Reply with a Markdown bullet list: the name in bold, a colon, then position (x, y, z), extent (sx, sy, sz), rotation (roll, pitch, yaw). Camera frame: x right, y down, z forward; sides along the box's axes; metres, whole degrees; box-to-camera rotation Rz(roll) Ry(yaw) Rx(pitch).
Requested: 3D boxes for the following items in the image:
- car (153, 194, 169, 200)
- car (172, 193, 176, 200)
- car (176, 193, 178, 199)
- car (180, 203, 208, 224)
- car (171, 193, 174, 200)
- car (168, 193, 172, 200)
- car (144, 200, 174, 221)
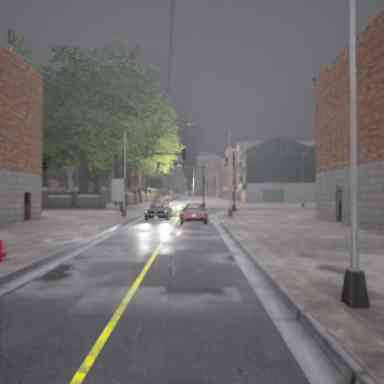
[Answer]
- **car**: position (-5.238, 1.438, 53.217), extent (2.008, 1.369, 4.403), rotation (1, 0, 0)
- **car**: position (-5.278, 1.460, 76.703), extent (1.802, 1.307, 4.206), rotation (1, 0, 0)
- **car**: position (-5.288, 1.197, 82.153), extent (2.192, 1.841, 5.009), rotation (1, 0, 0)
- **car**: position (0.142, 1.509, 24.106), extent (1.994, 1.385, 4.181), rotation (0, 0, 1)
- **car**: position (-5.247, 1.443, 65.802), extent (1.947, 1.339, 4.313), rotation (1, 0, 0)
- **car**: position (-5.231, 1.431, 60.352), extent (2.008, 1.369, 4.403), rotation (1, 0, 0)
- **car**: position (-2.619, 1.535, 26.522), extent (1.895, 1.301, 4.718), rotation (0, 0, 1)
